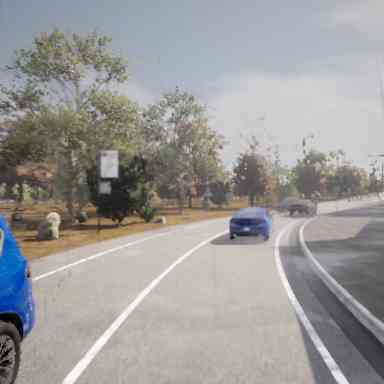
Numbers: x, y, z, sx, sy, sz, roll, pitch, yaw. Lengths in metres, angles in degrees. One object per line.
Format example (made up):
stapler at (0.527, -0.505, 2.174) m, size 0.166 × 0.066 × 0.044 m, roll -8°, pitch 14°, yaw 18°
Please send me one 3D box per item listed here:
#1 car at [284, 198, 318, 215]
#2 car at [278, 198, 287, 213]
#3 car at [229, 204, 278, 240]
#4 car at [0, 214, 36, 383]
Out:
car at (11.451, 1.563, 33.979) m, size 1.837 × 1.490 × 4.892 m, roll -4°, pitch -2°, yaw 34°
car at (11.803, 1.528, 40.379) m, size 2.097 × 1.767 × 4.553 m, roll -4°, pitch -1°, yaw 38°
car at (3.248, 1.548, 17.538) m, size 1.882 × 1.535 × 5.008 m, roll -2°, pitch -1°, yaw 18°
car at (-3.120, 1.215, 1.940) m, size 2.150 × 2.045 × 5.566 m, roll 0°, pitch 0°, yaw 3°
